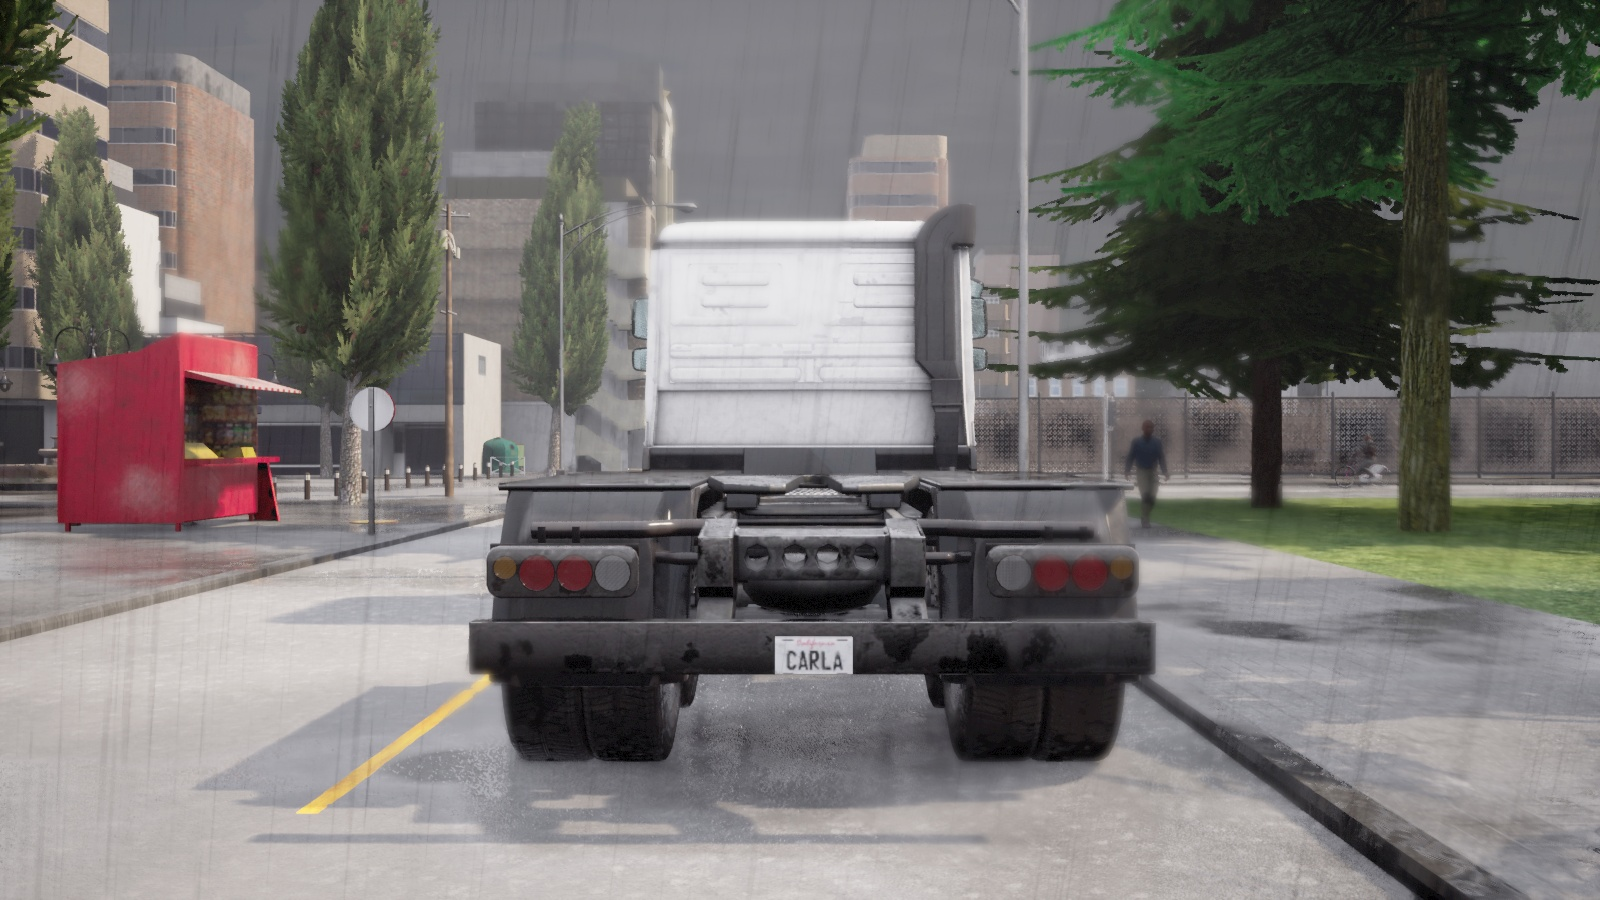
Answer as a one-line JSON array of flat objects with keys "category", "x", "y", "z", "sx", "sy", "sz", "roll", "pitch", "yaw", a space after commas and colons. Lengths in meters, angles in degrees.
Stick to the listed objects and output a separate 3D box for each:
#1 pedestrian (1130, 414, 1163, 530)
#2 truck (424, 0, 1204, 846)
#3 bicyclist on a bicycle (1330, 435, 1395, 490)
[{"category": "pedestrian", "x": 5.603, "y": 0.346, "z": 20.333, "sx": 0.370, "sy": 1.835, "sz": 0.726, "roll": 0, "pitch": 0, "yaw": 4}, {"category": "truck", "x": 0.072, "y": -0.284, "z": 8.629, "sx": 2.891, "sy": 3.462, "sz": 7.936, "roll": 0, "pitch": 0, "yaw": 0}, {"category": "bicyclist on a bicycle", "x": 18.517, "y": 0.398, "z": 41.365, "sx": 1.843, "sy": 1.776, "sz": 0.659, "roll": 0, "pitch": 0, "yaw": 0}]
